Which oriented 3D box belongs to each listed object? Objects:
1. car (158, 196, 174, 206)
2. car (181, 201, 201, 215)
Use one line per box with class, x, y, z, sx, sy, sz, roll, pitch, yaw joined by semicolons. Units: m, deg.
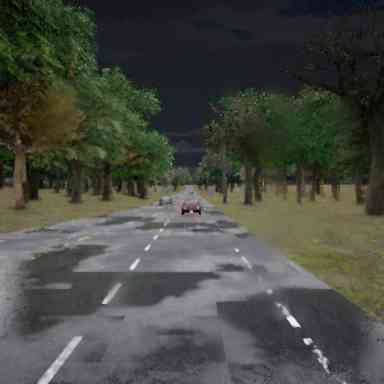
car;-3.751;1.328;48.759;1.812;1.442;4.674;0;0;2
car;-0.063;1.501;33.021;1.895;1.301;4.718;0;0;0
